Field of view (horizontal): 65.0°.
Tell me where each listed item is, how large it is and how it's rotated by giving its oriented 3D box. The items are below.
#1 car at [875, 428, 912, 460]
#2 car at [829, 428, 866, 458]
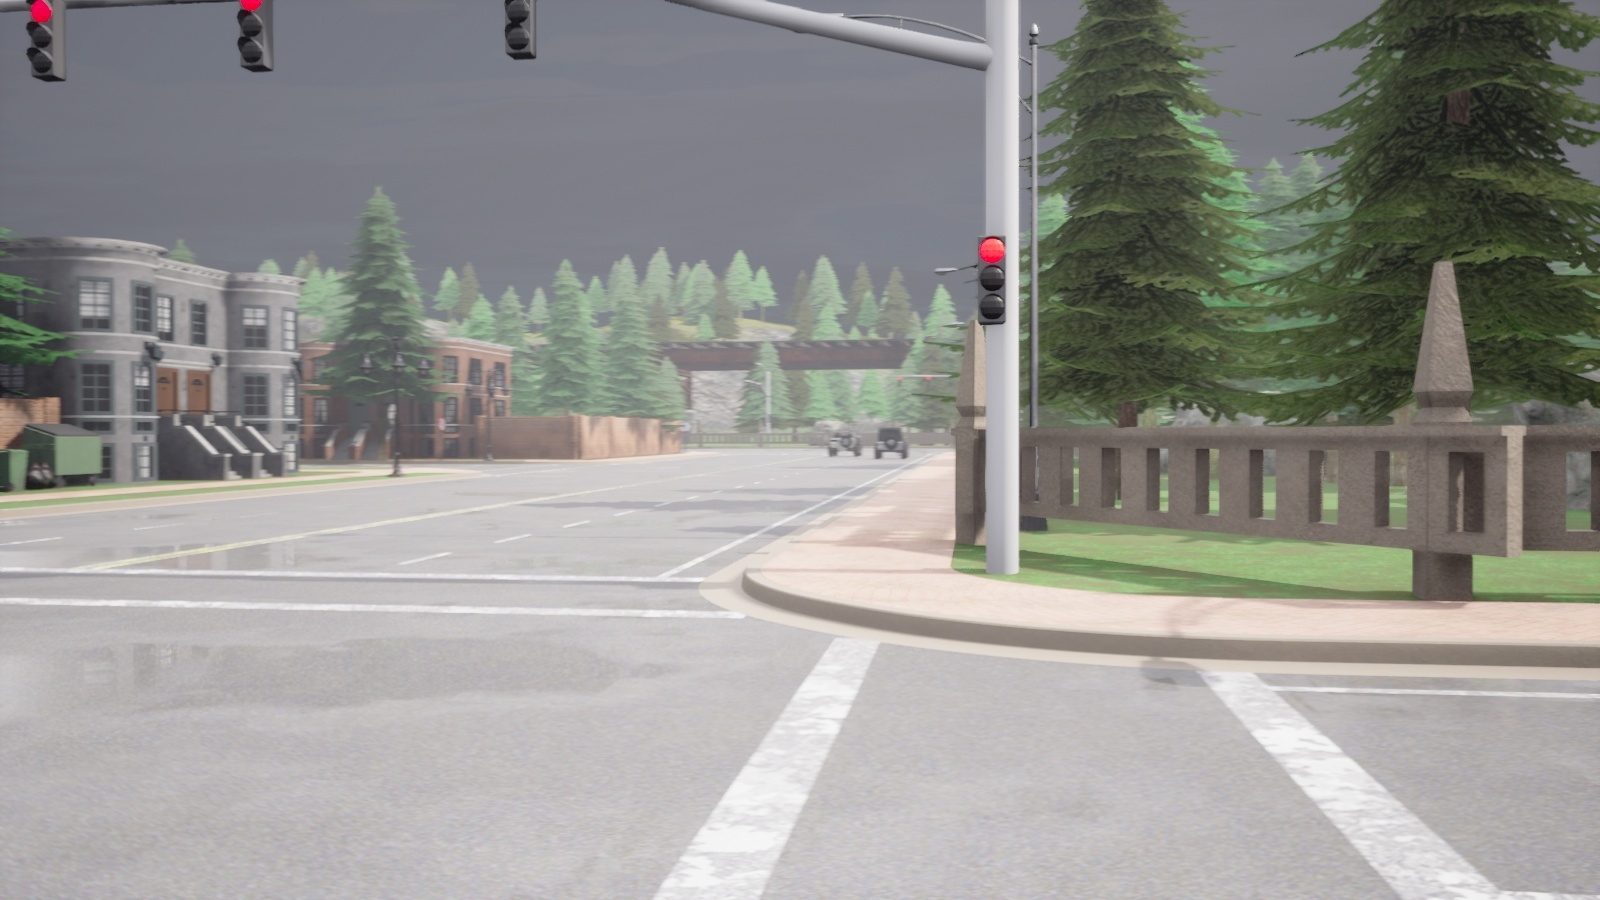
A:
[{"bbox_3d":[5.638,-0.385,75.212,1.905,1.878,3.866,0,1,8],"label":"car"},{"bbox_3d":[3.158,-0.476,82.492,1.932,1.855,4.605,0,1,8],"label":"car"}]
